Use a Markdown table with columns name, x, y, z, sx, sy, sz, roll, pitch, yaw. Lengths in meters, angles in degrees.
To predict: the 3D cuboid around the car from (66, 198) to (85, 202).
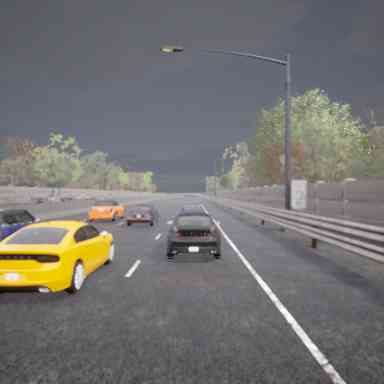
| name | x | y | z | sx | sy | sz | roll | pitch | yaw |
| --- | --- | --- | --- | --- | --- | --- | --- | --- | --- |
| car | -17.555 | 1.706 | 52.353 | 1.837 | 1.490 | 4.892 | 0 | 0 | 0 |

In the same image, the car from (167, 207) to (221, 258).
| name | x | y | z | sx | sy | sz | roll | pitch | yaw |
| --- | --- | --- | --- | --- | --- | --- | --- | --- | --- |
| car | 0.072 | 1.551 | 12.892 | 1.837 | 1.490 | 4.892 | 0 | 0 | 0 |

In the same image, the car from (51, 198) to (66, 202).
| name | x | y | z | sx | sy | sz | roll | pitch | yaw |
| --- | --- | --- | --- | --- | --- | --- | --- | --- | --- |
| car | -21.052 | 1.726 | 51.971 | 1.812 | 1.442 | 4.674 | 0 | 0 | 0 |

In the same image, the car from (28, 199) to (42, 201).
| name | x | y | z | sx | sy | sz | roll | pitch | yaw |
| --- | --- | --- | --- | --- | --- | --- | --- | --- | --- |
| car | -24.548 | 1.762 | 51.757 | 1.994 | 1.385 | 4.181 | 0 | 0 | 0 |

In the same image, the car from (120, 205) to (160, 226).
| name | x | y | z | sx | sy | sz | roll | pitch | yaw |
| --- | --- | --- | --- | --- | --- | --- | --- | --- | --- |
| car | -3.455 | 1.633 | 24.121 | 2.033 | 1.411 | 5.357 | 0 | 0 | 0 |

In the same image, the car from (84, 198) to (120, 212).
| name | x | y | z | sx | sy | sz | roll | pitch | yaw |
| --- | --- | --- | --- | --- | --- | --- | --- | --- | --- |
| car | -6.930 | 1.449 | 27.571 | 2.097 | 1.767 | 4.553 | 0 | 0 | 0 |

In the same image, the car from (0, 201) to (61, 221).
| name | x | y | z | sx | sy | sz | roll | pitch | yaw |
| --- | --- | --- | --- | --- | --- | --- | --- | --- | --- |
| car | -6.931 | 1.395 | 12.498 | 2.097 | 1.767 | 4.553 | 0 | 0 | 0 |

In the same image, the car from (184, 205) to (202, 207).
| name | x | y | z | sx | sy | sz | roll | pitch | yaw |
| --- | --- | --- | --- | --- | --- | --- | --- | --- | --- |
| car | 0.053 | 1.696 | 26.400 | 1.895 | 1.301 | 4.718 | 0 | 0 | 1 |

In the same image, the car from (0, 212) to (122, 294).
| name | x | y | z | sx | sy | sz | roll | pitch | yaw |
| --- | --- | --- | --- | --- | --- | --- | --- | --- | --- |
| car | -3.457 | 1.509 | 8.915 | 1.882 | 1.535 | 5.008 | 0 | 0 | 0 |
